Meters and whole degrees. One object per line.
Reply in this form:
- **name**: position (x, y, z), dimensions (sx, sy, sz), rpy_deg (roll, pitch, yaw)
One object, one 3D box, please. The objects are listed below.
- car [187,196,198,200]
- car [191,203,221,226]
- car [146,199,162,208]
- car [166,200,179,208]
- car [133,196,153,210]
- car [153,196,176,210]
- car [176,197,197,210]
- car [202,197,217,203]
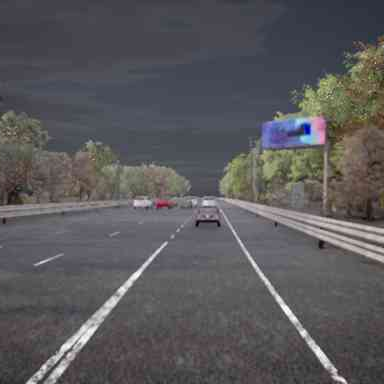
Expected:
- **car**: position (-0.143, 1.836, 62.750), dimensions (2.150, 2.045, 5.566), rpy_deg (0, -1, 3)
- **car**: position (1.248, 1.801, 25.830), dimensions (2.033, 1.411, 5.357), rpy_deg (0, -1, 3)
- **car**: position (-7.134, 2.099, 63.137), dimensions (2.128, 1.511, 4.902), rpy_deg (0, -1, 3)
- **car**: position (-3.638, 2.214, 62.956), dimensions (1.895, 1.301, 4.718), rpy_deg (0, -1, 3)
- **car**: position (-7.756, 1.719, 52.768), dimensions (2.150, 2.045, 5.566), rpy_deg (0, -1, 3)
- **car**: position (-4.262, 1.724, 52.558), dimensions (2.150, 2.045, 5.566), rpy_deg (0, -1, 3)
- **car**: position (-0.770, 1.999, 52.315), dimensions (2.128, 1.511, 4.902), rpy_deg (0, -1, 3)
- **car**: position (2.742, 1.739, 52.405), dimensions (2.150, 2.045, 5.566), rpy_deg (0, 0, 4)
